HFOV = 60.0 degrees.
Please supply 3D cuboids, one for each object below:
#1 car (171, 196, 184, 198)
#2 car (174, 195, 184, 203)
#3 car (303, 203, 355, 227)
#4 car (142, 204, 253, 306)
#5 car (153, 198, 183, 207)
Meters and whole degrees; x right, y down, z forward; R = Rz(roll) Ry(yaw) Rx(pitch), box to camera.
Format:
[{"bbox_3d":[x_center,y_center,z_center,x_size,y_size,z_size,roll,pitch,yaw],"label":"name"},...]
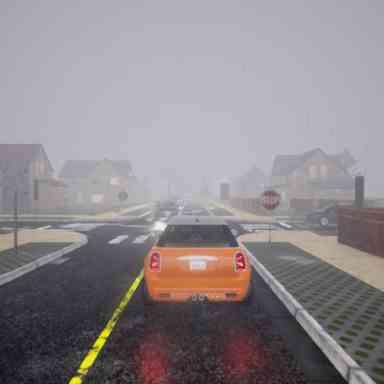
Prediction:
[{"bbox_3d":[-2.784,1.469,54.430,2.097,1.767,4.553,0,0,0],"label":"car"},{"bbox_3d":[-2.713,1.421,69.222,1.812,1.442,4.674,0,0,0],"label":"car"},{"bbox_3d":[10.265,1.570,23.101,4.892,1.490,1.837,0,0,-2],"label":"car"},{"bbox_3d":[0.105,1.349,8.161,2.097,1.767,4.553,0,0,0],"label":"car"},{"bbox_3d":[-2.235,1.502,27.658,2.128,1.511,4.902,0,0,-10],"label":"car"}]
